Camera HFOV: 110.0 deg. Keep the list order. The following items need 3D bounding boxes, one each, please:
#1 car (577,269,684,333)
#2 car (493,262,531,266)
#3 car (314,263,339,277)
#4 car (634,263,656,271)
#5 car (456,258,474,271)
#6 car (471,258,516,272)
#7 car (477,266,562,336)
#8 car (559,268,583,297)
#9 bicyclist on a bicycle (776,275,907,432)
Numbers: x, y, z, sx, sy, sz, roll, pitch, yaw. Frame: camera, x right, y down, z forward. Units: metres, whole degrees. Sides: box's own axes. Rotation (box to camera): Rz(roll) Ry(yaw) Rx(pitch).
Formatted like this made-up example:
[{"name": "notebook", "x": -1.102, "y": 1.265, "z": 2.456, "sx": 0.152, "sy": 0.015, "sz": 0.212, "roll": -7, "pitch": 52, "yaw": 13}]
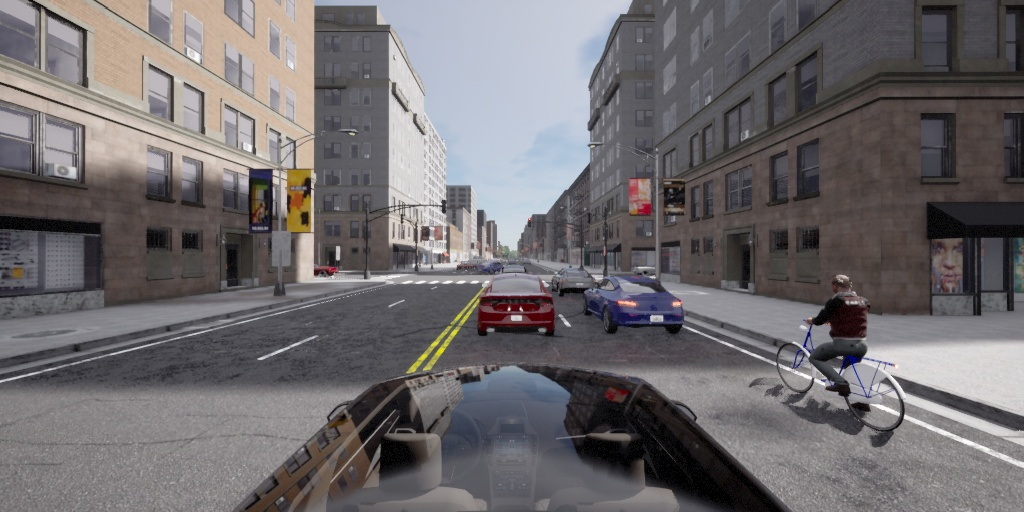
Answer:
[{"name": "car", "x": 3.346, "y": 1.277, "z": 10.574, "sx": 1.812, "sy": 1.442, "sz": 4.674, "roll": 0, "pitch": 0, "yaw": 0}, {"name": "car", "x": 0.100, "y": 1.259, "z": 19.920, "sx": 1.837, "sy": 1.490, "sz": 4.892, "roll": 0, "pitch": 0, "yaw": 0}, {"name": "car", "x": -19.274, "y": 1.336, "z": 34.323, "sx": 4.718, "sy": 1.301, "sz": 1.895, "roll": 0, "pitch": 0, "yaw": -2}, {"name": "car", "x": 15.048, "y": 1.410, "z": 37.146, "sx": 4.718, "sy": 1.301, "sz": 1.895, "roll": 0, "pitch": 0, "yaw": 1}, {"name": "car", "x": -6.609, "y": 1.368, "z": 50.356, "sx": 1.895, "sy": 1.301, "sz": 4.718, "roll": 0, "pitch": 0, "yaw": 0}, {"name": "car", "x": -1.989, "y": 1.292, "z": 40.142, "sx": 1.812, "sy": 1.442, "sz": 4.674, "roll": 1, "pitch": 1, "yaw": 39}, {"name": "car", "x": 0.101, "y": 1.229, "z": 10.437, "sx": 1.882, "sy": 1.535, "sz": 5.008, "roll": 0, "pitch": 0, "yaw": 0}, {"name": "car", "x": 3.249, "y": 1.317, "z": 19.173, "sx": 1.994, "sy": 1.385, "sz": 4.181, "roll": 0, "pitch": 0, "yaw": 0}, {"name": "bicyclist on a bicycle", "x": 4.146, "y": 1.121, "z": 4.714, "sx": 0.659, "sy": 1.776, "sz": 1.843, "roll": 0, "pitch": 0, "yaw": 0}]
